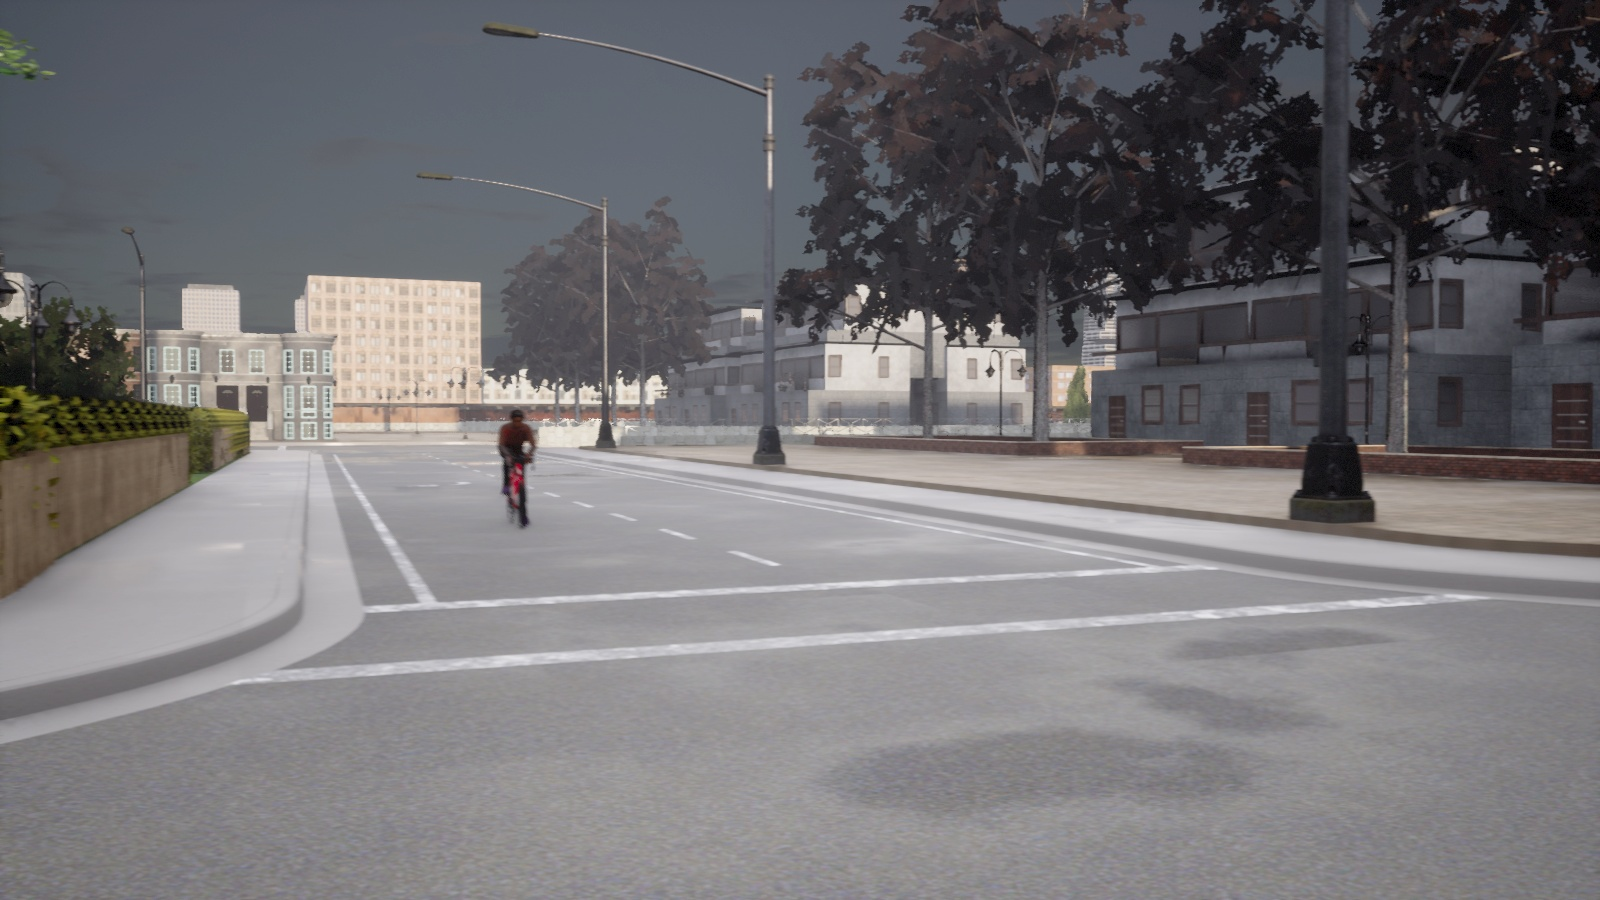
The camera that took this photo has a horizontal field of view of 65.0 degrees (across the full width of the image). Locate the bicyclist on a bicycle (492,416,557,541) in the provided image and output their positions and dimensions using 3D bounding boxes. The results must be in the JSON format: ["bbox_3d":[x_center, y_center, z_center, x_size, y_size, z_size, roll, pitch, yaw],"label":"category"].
[{"bbox_3d":[-3.803,0.353,17.235,0.582,1.620,1.656,-2,2,-21],"label":"bicyclist on a bicycle"}]
